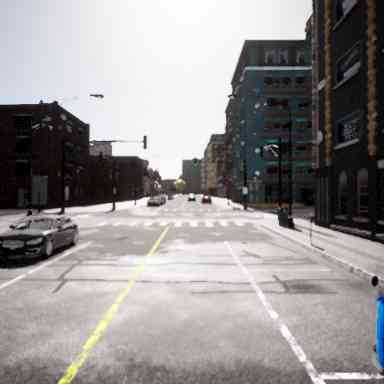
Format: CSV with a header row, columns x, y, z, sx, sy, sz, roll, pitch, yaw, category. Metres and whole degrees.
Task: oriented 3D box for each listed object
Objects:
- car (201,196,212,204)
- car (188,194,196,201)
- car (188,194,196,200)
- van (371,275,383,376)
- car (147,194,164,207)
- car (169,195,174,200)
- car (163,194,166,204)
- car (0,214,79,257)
x,y,z,sx,sy,sz,roll,pitch,yaw,category
2.673,1.390,62.110,1.967,1.590,4.097,1,0,0,car
-0.042,1.482,78.766,1.994,1.385,4.181,0,0,0,car
-0.047,1.287,88.775,2.128,1.511,4.902,0,0,0,car
2.707,1.340,1.903,1.690,1.788,3.998,1,0,0,van
-5.780,1.504,50.676,1.887,1.381,4.507,1,0,0,car
-5.725,1.510,90.479,1.802,1.307,4.206,1,0,0,car
-5.707,1.499,56.358,1.887,1.381,4.507,1,0,0,car
-5.684,1.541,12.720,2.008,1.369,4.403,1,0,0,car
